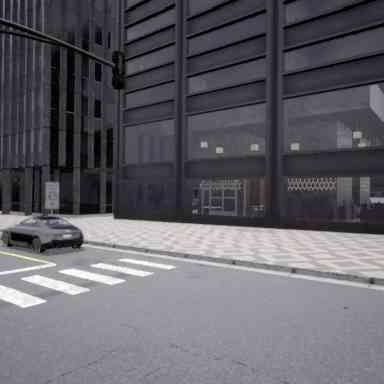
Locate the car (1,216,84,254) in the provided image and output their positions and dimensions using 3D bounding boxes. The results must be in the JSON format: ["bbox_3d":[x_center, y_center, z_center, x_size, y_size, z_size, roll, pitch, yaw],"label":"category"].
[{"bbox_3d":[-6.616,1.772,14.652,4.181,1.385,1.994,-1,-1,38],"label":"car"}]
